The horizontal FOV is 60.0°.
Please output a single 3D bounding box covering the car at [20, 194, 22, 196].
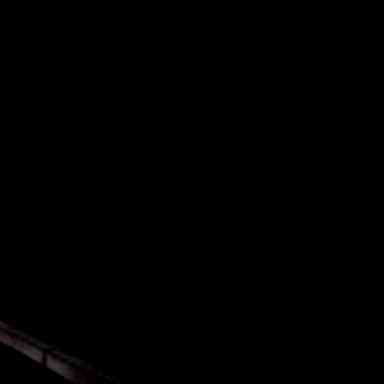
[{"bbox_3d":[-20.826,0.955,39.799,1.895,1.301,4.718,1,1,32],"label":"car"}]
